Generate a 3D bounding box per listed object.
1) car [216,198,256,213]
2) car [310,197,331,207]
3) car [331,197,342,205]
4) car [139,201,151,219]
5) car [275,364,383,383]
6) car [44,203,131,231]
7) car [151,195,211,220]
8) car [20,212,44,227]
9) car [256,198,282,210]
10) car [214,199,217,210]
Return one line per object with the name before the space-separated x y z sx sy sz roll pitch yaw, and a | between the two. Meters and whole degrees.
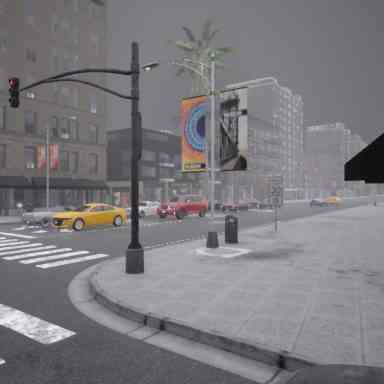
car | 5.065 1.656 37.593 1.895 1.301 4.718 0 0 35
car | 20.214 1.640 53.067 1.812 1.442 4.674 0 0 36
car | 26.460 1.623 61.914 1.882 1.535 5.008 0 0 35
car | -4.099 1.555 30.255 1.812 1.442 4.674 0 0 35
car | 2.244 1.551 1.246 4.403 1.369 2.008 0 0 36
car | -6.438 1.496 21.303 1.882 1.535 5.008 0 0 35
car | -0.707 1.257 29.431 2.150 2.045 5.566 0 0 35
car | -9.200 1.615 23.045 1.895 1.301 4.718 0 0 35
car | 10.915 1.584 45.800 1.837 1.490 4.892 0 0 36
car | 1.816 1.527 38.630 1.882 1.535 5.008 0 0 35
